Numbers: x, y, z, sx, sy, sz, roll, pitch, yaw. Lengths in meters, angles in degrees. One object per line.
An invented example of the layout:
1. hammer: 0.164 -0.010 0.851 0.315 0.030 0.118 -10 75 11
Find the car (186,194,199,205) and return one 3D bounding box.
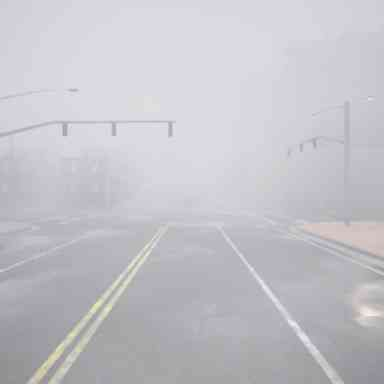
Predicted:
1. car: 0.022 1.135 55.053 2.097 1.767 4.553 0 4 0
